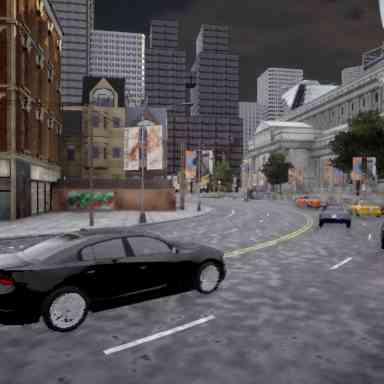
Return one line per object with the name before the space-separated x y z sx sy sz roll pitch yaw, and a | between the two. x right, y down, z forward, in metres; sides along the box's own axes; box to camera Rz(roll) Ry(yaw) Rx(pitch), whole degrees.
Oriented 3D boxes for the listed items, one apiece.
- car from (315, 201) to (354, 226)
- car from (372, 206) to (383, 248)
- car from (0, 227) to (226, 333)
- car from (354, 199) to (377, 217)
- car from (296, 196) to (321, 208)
car | 9.953 1.551 23.288 1.994 1.385 4.181 0 0 22
car | 9.062 1.486 13.945 2.128 1.511 4.902 0 0 33
car | -1.449 1.471 6.896 5.008 1.535 1.882 0 0 -39
car | 15.775 1.441 30.682 1.801 1.575 5.366 0 0 13
car | 16.691 1.323 47.776 2.097 1.767 4.553 0 0 -5
